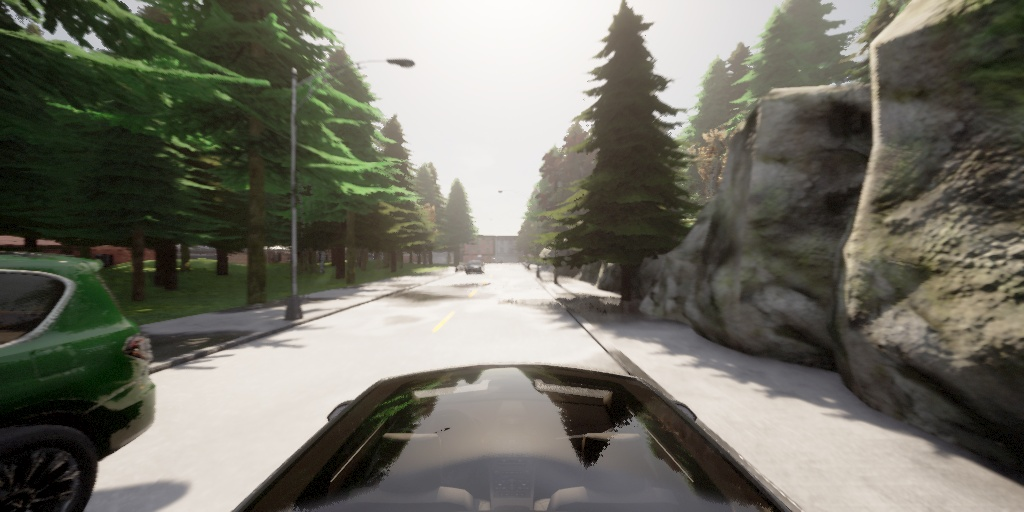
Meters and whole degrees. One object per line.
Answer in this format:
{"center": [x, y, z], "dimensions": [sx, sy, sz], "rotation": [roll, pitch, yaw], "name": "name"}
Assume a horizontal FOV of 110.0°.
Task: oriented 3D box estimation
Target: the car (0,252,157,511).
{"center": [-4.100, 0.971, 0.682], "dimensions": [2.150, 2.045, 5.566], "rotation": [0, 0, 0], "name": "car"}

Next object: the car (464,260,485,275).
{"center": [-4.059, 1.252, 39.376], "dimensions": [1.837, 1.490, 4.892], "rotation": [0, 1, 1], "name": "car"}
